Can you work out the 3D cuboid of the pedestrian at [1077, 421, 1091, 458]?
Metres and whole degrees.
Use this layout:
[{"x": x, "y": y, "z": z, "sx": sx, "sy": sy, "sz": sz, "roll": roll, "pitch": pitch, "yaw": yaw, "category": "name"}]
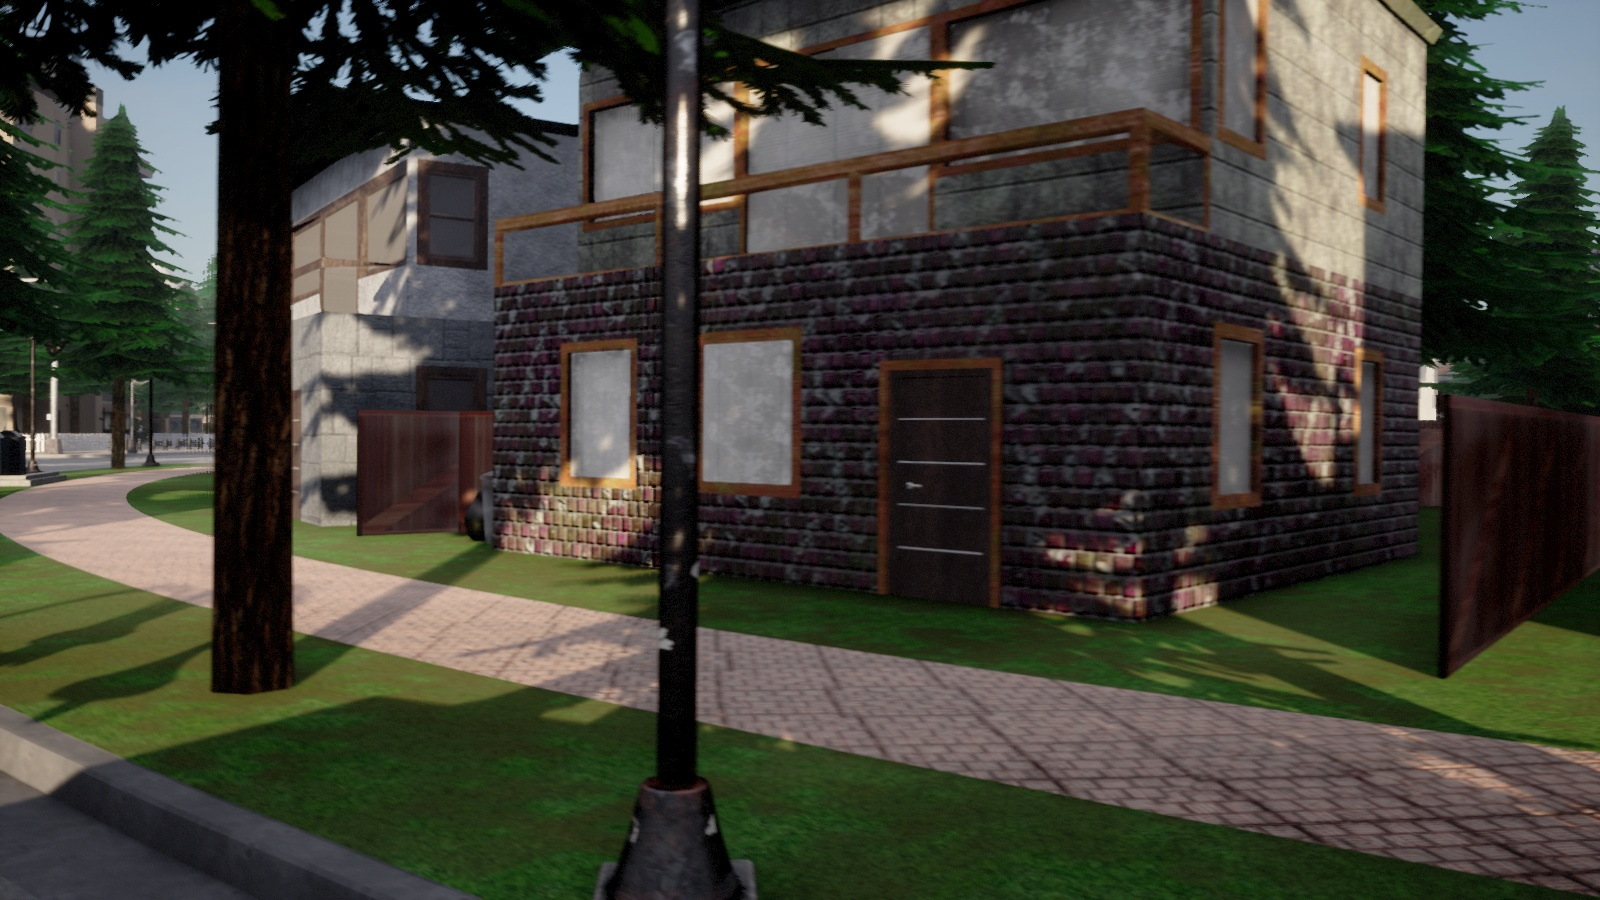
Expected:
[{"x": 14.193, "y": -0.512, "z": 62.766, "sx": 0.634, "sy": 1.846, "sz": 0.331, "roll": -1, "pitch": 1, "yaw": -5, "category": "pedestrian"}]
